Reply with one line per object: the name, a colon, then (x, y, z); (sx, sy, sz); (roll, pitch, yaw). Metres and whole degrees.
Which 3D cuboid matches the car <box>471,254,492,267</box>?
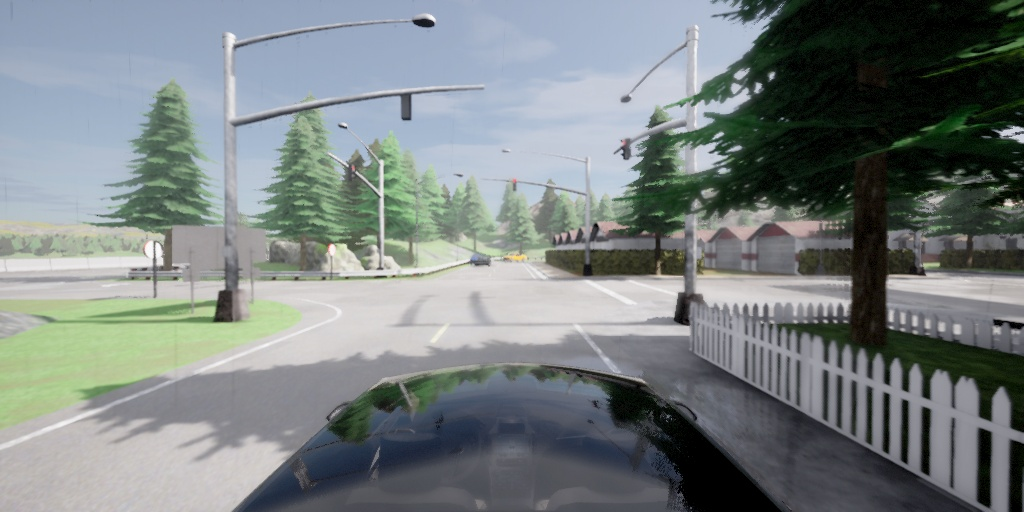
car: (-3.644, 0.703, 45.254); (1.895, 1.301, 4.718); (0, 1, 1)
